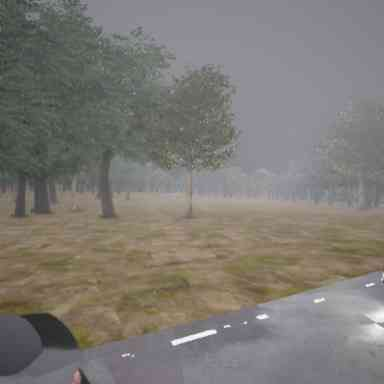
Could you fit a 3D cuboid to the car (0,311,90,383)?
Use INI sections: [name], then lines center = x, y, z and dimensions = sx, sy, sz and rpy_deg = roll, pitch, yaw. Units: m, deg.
[car]
center = -2.882, 1.503, 1.312
dimensions = 4.902, 1.511, 2.128
rpy_deg = -1, 1, -37
